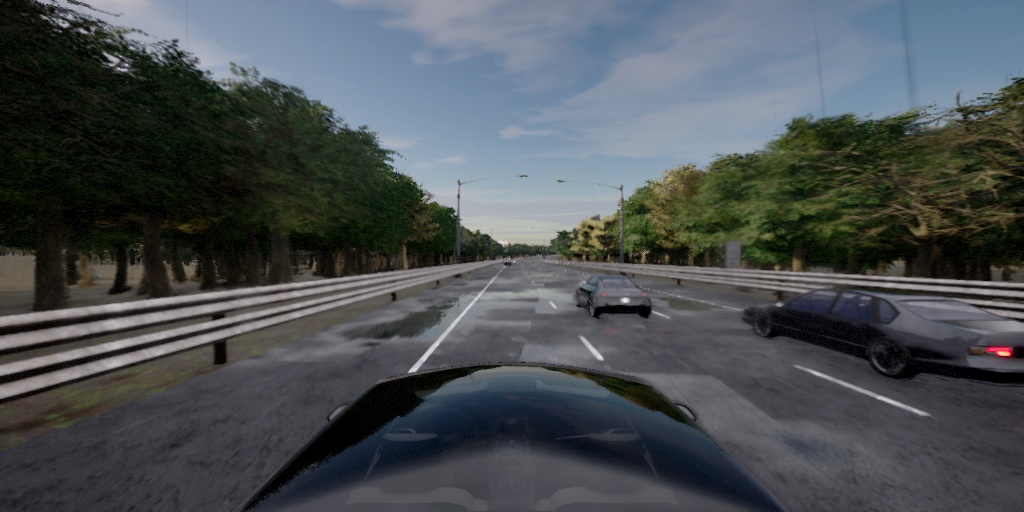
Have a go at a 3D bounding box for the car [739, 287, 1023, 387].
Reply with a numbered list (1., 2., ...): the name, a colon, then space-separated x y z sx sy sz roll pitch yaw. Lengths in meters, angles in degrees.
1. car: 7.097 1.334 7.269 2.033 1.411 5.357 0 0 0

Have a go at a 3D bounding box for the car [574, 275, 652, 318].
1. car: 3.599 1.391 13.403 1.994 1.385 4.181 0 0 0
